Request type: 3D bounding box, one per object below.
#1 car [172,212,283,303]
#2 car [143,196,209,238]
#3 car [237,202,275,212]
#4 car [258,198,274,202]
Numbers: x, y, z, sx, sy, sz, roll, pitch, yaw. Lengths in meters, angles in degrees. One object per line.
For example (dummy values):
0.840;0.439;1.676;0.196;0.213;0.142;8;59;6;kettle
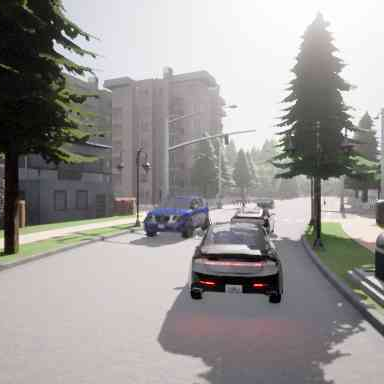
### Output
1.105;1.492;8.268;2.128;1.511;4.902;0;0;9;car
-0.592;1.224;17.725;2.150;2.045;5.566;0;0;17;car
3.231;1.491;17.375;2.128;1.511;4.902;0;0;18;car
9.756;1.512;44.111;1.882;1.535;5.008;0;0;21;car
